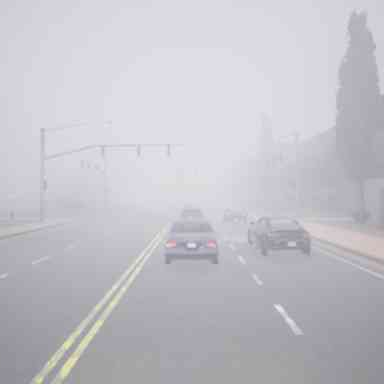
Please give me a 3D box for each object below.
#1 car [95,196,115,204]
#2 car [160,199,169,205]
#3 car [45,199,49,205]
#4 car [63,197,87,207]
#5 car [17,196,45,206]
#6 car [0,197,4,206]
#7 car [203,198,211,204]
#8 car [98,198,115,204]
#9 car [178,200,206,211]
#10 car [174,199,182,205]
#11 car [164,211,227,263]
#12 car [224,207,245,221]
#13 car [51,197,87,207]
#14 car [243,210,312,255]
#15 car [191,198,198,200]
[{"bbox_3d":[-21.520,1.994,80.748,3.866,1.878,1.905,0,-1,0],"label":"car"},{"bbox_3d":[-6.691,2.361,80.596,2.128,1.511,4.902,0,-1,1],"label":"car"},{"bbox_3d":[-38.978,2.232,83.615,3.905,1.438,1.784,0,-1,0],"label":"car"},{"bbox_3d":[-21.476,1.791,61.126,3.866,1.878,1.905,0,-1,0],"label":"car"},{"bbox_3d":[-39.041,1.992,80.721,4.605,1.855,1.932,0,-1,0],"label":"car"},{"bbox_3d":[-38.944,2.059,63.822,3.806,1.475,1.970,0,-1,0],"label":"car"},{"bbox_3d":[4.015,2.467,88.596,1.994,1.385,4.181,0,-1,1],"label":"car"},{"bbox_3d":[-21.511,2.263,83.641,3.806,1.475,1.970,0,-1,0],"label":"car"},{"bbox_3d":[-0.048,1.782,29.250,1.882,1.535,5.008,0,0,0],"label":"car"},{"bbox_3d":[-3.193,2.430,80.478,1.895,1.301,4.718,0,-1,1],"label":"car"},{"bbox_3d":[-0.007,1.679,12.509,2.033,1.411,5.357,0,-1,0],"label":"car"},{"bbox_3d":[3.687,1.895,28.247,1.895,1.301,4.718,0,-1,6],"label":"car"},{"bbox_3d":[-21.529,1.758,58.231,4.605,1.855,1.932,0,-1,0],"label":"car"},{"bbox_3d":[3.505,1.671,13.895,1.812,1.442,4.674,0,0,0],"label":"car"},{"bbox_3d":[0.508,2.438,88.373,1.812,1.442,4.674,0,-1,1],"label":"car"}]
